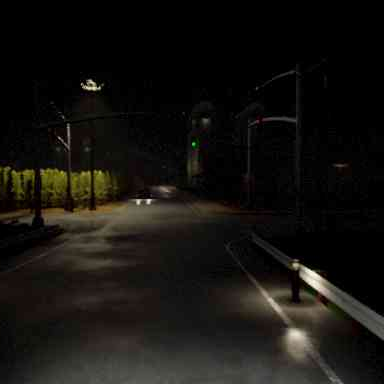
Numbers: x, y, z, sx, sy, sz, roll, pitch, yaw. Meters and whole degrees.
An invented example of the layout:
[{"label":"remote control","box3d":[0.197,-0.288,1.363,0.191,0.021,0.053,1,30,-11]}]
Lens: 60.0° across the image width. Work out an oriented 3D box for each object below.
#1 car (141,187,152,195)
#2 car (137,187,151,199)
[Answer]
[{"label":"car","box3d":[-9.132,-0.253,66.941,2.033,1.411,5.357,0,2,-7]},{"label":"car","box3d":[-7.139,0.285,49.561,1.837,1.490,4.892,0,2,-6]}]
